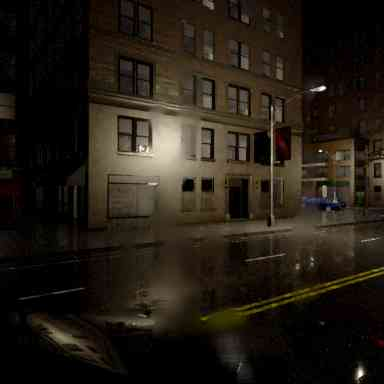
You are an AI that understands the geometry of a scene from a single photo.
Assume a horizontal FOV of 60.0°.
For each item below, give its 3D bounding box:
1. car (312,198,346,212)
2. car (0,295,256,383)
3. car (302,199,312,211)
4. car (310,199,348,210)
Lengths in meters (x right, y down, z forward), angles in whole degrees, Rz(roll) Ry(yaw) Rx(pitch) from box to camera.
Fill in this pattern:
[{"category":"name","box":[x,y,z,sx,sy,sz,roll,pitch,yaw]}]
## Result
[{"category":"car","box":[14.972,1.469,38.724,1.882,1.535,5.008,0,0,-36]},{"category":"car","box":[-1.581,1.526,2.308,4.674,1.442,1.812,0,0,-36]},{"category":"car","box":[11.507,1.421,39.213,1.967,1.590,4.097,0,0,-36]},{"category":"car","box":[18.037,1.577,43.876,1.947,1.339,4.313,0,0,-36]}]
